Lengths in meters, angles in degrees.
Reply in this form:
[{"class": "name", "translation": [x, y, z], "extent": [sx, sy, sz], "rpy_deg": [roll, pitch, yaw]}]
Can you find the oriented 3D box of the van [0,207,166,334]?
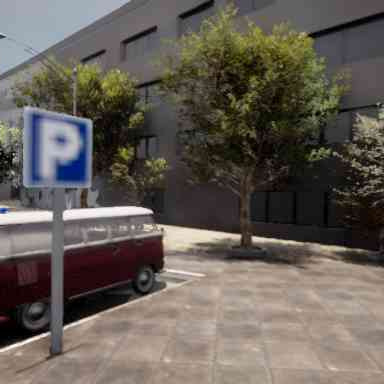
[{"class": "van", "translation": [-2.375, 1.357, 7.121], "extent": [1.878, 1.987, 4.442], "rpy_deg": [-2, -1, 35]}]
